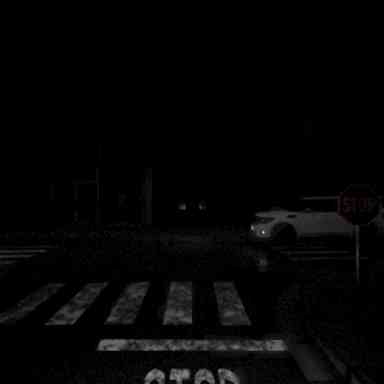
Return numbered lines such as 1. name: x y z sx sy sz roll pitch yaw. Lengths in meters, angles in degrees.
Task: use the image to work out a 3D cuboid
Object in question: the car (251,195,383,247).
1. car: 5.349 1.167 14.181 5.566 2.045 2.150 0 -1 0
